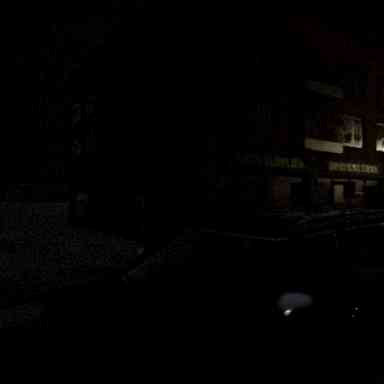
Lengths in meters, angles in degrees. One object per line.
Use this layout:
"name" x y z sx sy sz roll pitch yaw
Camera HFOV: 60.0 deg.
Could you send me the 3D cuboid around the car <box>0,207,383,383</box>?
"car" 0.709 1.229 3.572 5.566 2.045 2.150 0 0 -35
